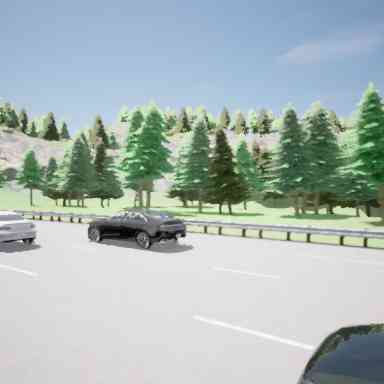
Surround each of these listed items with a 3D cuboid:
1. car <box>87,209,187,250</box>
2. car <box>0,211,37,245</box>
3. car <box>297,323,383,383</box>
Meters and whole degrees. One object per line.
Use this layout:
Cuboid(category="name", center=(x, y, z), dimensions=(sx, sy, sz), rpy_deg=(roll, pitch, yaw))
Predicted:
Cuboid(category="car", center=(-2.505, 1.492, 14.370), dimensions=(4.902, 1.511, 2.128), rpy_deg=(0, 0, 35))
Cuboid(category="car", center=(-8.547, 1.526, 14.327), dimensions=(4.674, 1.442, 1.812), rpy_deg=(0, 0, 35))
Cuboid(category="car", center=(2.773, 1.564, 2.015), dimensions=(4.181, 1.385, 1.994), rpy_deg=(0, 0, 36))
